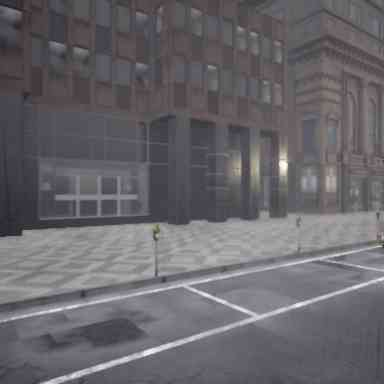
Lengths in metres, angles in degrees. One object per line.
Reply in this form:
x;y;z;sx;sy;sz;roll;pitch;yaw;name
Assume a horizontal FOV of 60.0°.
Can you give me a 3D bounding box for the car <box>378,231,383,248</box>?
9.188;1.528;13.202;4.829;1.417;1.752;0;0;-36;car
